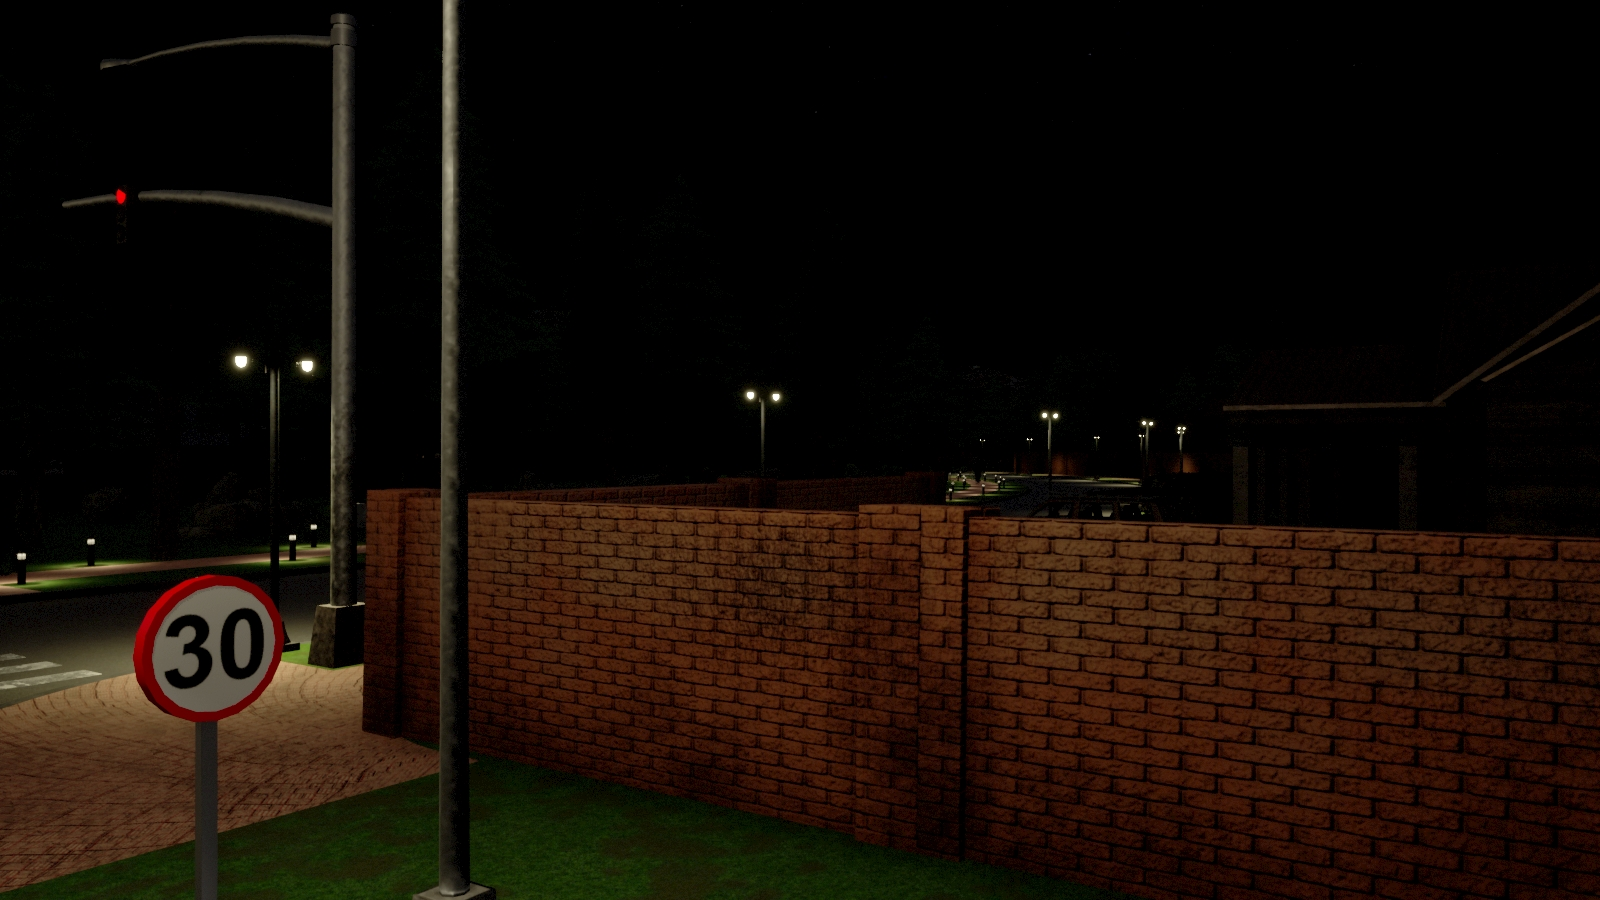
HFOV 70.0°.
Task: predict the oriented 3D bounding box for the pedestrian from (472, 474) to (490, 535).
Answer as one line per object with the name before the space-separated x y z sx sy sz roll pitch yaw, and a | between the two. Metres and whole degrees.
pedestrian | -9.783 1.663 34.997 0.375 1.860 0.375 0 0 33

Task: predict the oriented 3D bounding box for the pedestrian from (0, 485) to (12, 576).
pedestrian | -16.583 1.665 23.642 0.375 1.860 0.375 0 0 41
